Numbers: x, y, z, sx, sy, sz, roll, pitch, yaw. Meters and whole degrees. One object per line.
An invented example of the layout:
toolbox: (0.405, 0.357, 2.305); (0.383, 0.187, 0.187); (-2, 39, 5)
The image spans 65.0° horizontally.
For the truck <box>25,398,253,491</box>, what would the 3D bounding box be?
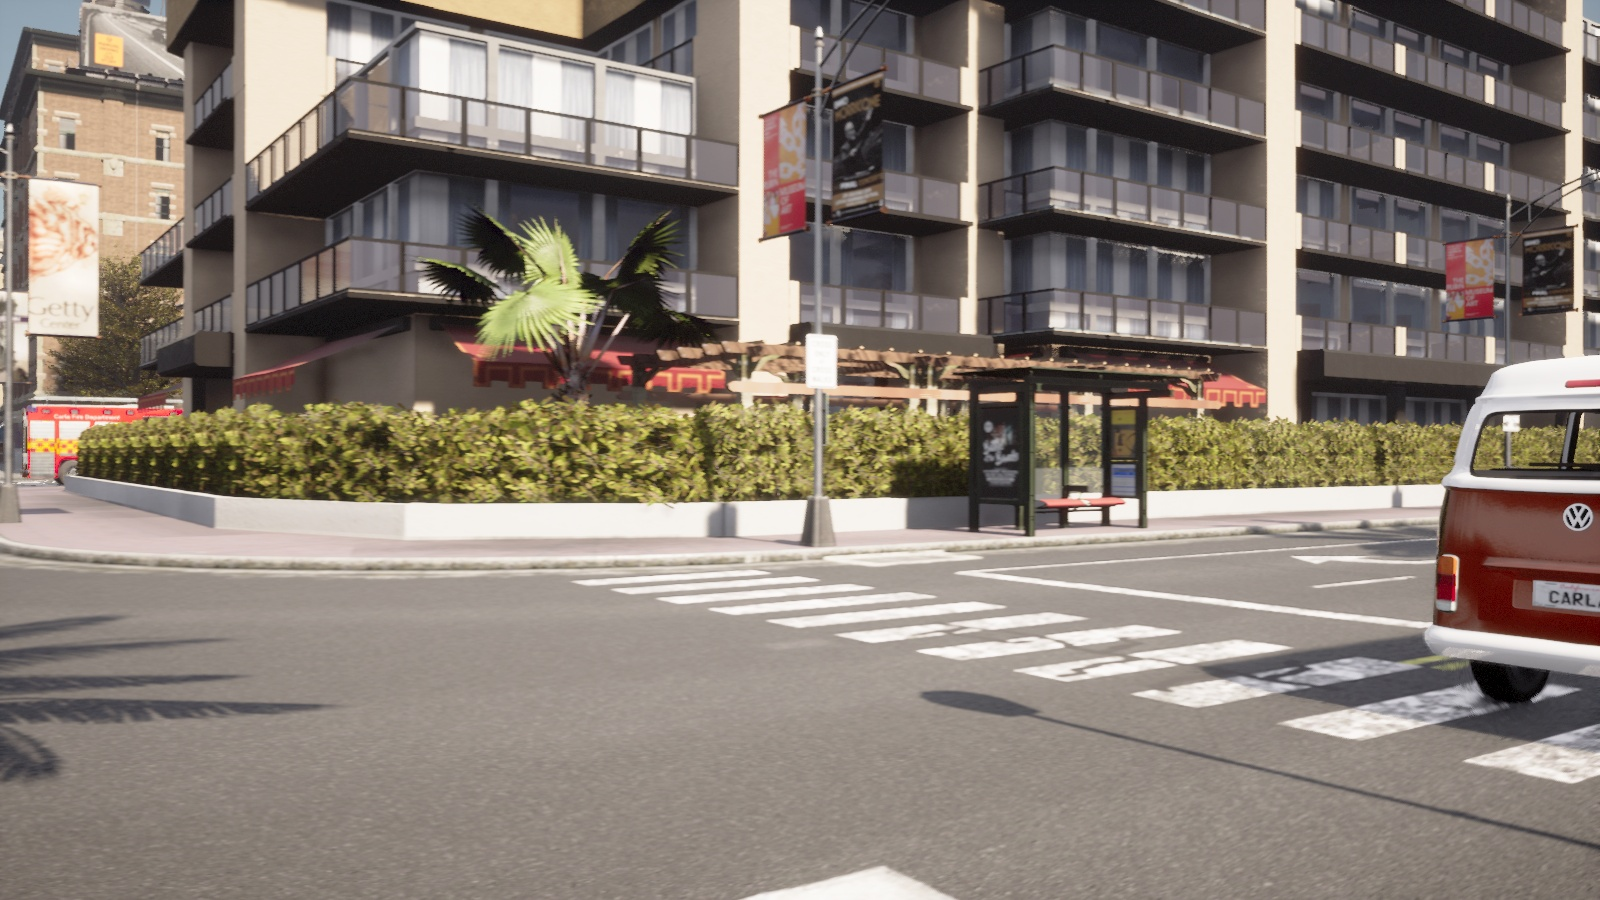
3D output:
truck: (-28.780, -0.224, 54.898); (8.468, 3.827, 2.891); (0, 0, -36)

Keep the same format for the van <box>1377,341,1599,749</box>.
van: (5.759, 0.475, 7.669); (4.480, 2.038, 2.069); (0, 0, -35)
